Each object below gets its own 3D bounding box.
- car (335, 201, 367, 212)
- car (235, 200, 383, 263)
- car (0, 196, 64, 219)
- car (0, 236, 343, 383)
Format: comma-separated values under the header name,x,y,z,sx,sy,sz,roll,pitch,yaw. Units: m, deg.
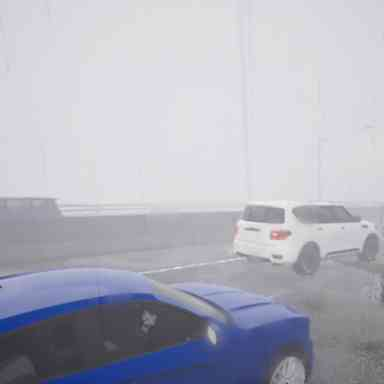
name,x,y,z,sx,sy,sz,roll,pitch,yaw
car,21.101,1.921,44.159,4.181,1.385,1.994,1,0,-34
car,3.853,1.294,10.760,5.566,2.045,2.150,0,0,-35
car,-8.686,1.225,14.986,5.566,2.045,2.150,1,0,-35
car,-0.904,1.483,3.094,5.008,1.535,1.882,0,0,-35
